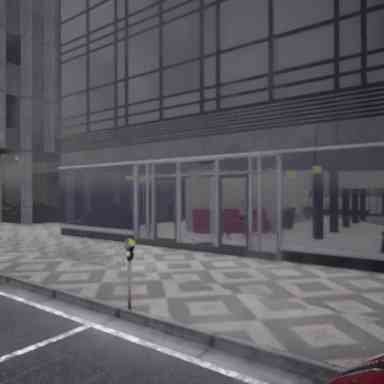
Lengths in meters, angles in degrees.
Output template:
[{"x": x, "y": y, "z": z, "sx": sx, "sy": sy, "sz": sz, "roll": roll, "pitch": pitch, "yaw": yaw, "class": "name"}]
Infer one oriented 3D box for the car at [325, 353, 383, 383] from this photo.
[{"x": 2.415, "y": 1.432, "z": 1.237, "sx": 4.097, "sy": 1.590, "sz": 1.967, "roll": 0, "pitch": 0, "yaw": 35, "class": "car"}]
